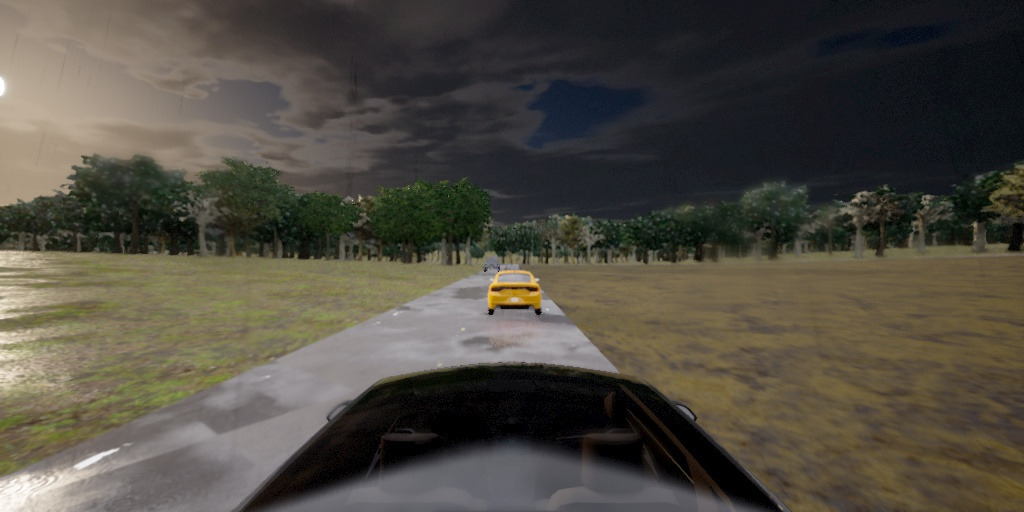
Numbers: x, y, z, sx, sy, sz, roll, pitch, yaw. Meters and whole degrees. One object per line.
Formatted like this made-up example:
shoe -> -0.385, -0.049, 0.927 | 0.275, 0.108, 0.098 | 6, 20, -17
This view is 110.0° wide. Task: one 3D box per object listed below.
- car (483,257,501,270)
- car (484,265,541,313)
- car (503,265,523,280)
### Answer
car -> -2.761, 1.118, 50.484 | 2.150, 2.045, 5.566 | 0, 0, 0
car -> 0.092, 1.306, 14.370 | 1.882, 1.535, 5.008 | 0, 0, 0
car -> 0.092, 1.549, 34.935 | 1.895, 1.301, 4.718 | 0, 0, 0
